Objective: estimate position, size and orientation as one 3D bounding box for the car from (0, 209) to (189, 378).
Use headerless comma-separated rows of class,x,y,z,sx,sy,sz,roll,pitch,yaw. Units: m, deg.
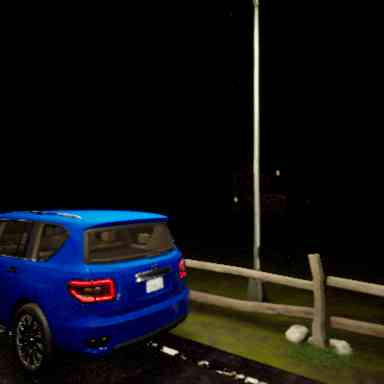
car,-2.632,1.316,5.912,5.566,2.045,2.150,-1,-1,37
